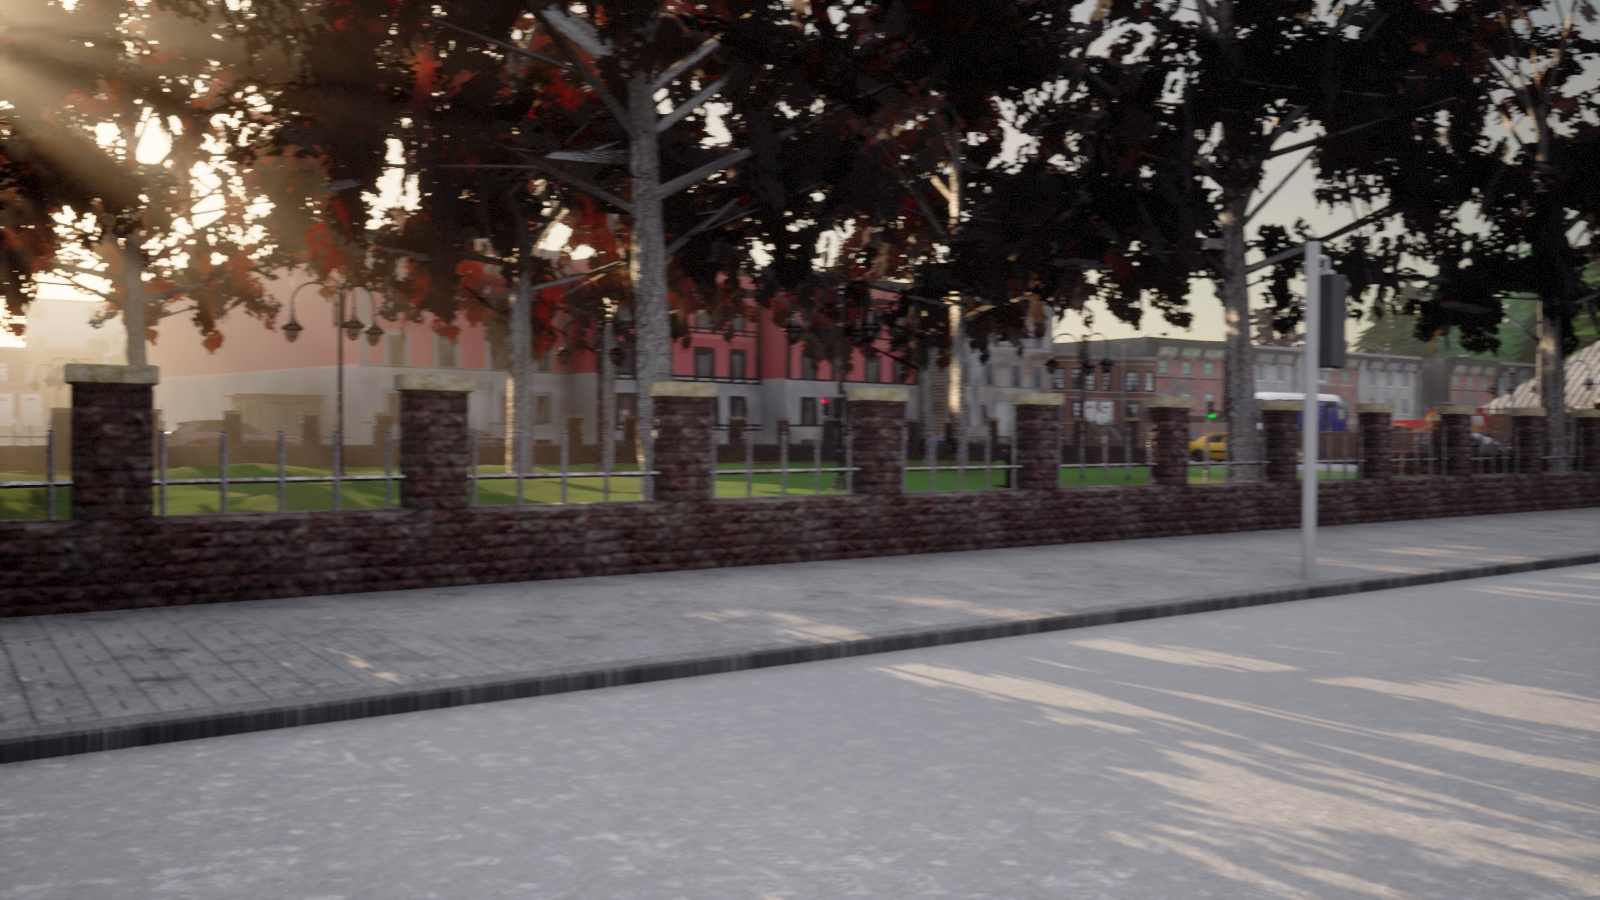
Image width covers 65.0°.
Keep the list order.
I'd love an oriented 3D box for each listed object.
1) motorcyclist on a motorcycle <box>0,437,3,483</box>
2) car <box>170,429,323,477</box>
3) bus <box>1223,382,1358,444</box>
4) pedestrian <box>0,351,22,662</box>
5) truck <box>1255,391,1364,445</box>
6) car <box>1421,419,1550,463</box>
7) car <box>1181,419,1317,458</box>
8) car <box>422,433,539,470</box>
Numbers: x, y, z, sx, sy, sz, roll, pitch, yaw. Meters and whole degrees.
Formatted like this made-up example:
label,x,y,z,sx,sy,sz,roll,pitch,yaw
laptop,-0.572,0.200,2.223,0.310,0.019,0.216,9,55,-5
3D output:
label,x,y,z,sx,sy,sz,roll,pitch,yaw
motorcyclist on a motorcycle,-27.547,0.353,41.273,2.191,1.530,0.866,-2,2,-35
car,-20.367,0.076,46.270,4.856,1.649,2.033,-1,1,-35
bus,35.114,-2.626,89.740,10.273,4.253,3.944,-1,1,-35
pedestrian,-5.490,0.361,7.970,0.873,1.952,0.659,-1,1,-35
truck,34.261,-2.126,84.288,7.936,3.462,2.891,-1,1,-35
car,24.688,-0.335,45.307,1.845,1.501,3.633,-1,1,-36
car,19.011,-0.488,53.427,1.801,1.575,5.366,-1,1,-37
car,-13.055,0.039,51.372,4.181,1.385,1.994,-1,1,-34
